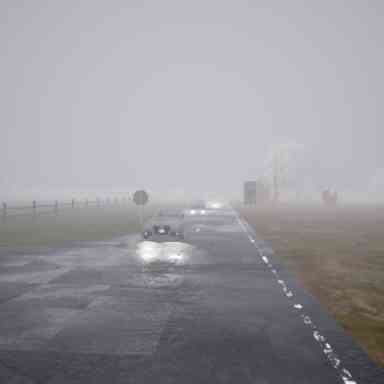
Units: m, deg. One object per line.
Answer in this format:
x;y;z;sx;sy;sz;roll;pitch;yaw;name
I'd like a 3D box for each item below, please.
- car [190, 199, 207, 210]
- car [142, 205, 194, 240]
0.792;1.562;41.663;1.994;1.385;4.181;0;0;5;car
-1.210;1.567;16.962;1.994;1.385;4.181;0;0;5;car
